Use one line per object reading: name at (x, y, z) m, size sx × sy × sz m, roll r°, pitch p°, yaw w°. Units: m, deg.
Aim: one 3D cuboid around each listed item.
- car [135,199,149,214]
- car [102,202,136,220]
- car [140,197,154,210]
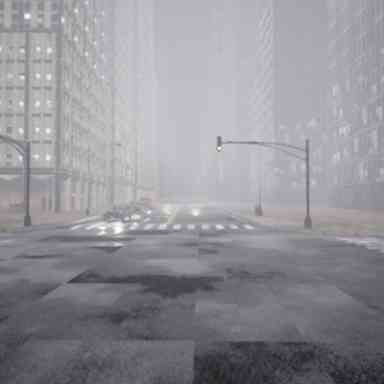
car at (-7.110, 1.949, 41.863) m, size 2.128 × 1.511 × 4.902 m, roll 0°, pitch -1°, yaw -1°
car at (-6.988, 1.949, 31.605) m, size 1.895 × 1.301 × 4.718 m, roll 0°, pitch -1°, yaw 2°
car at (-7.243, 1.790, 52.500) m, size 2.150 × 2.045 × 5.566 m, roll 0°, pitch -1°, yaw 0°
